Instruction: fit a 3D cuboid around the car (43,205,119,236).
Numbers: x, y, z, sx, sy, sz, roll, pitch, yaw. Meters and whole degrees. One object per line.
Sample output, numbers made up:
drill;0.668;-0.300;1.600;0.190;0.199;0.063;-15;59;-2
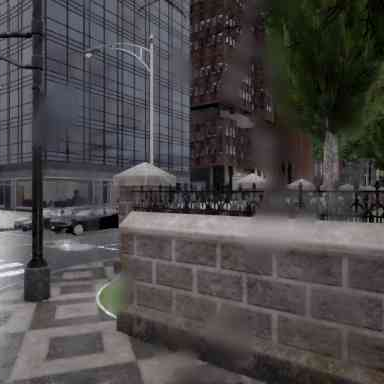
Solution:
car;-5.774;1.564;19.330;1.882;1.535;5.008;0;0;36

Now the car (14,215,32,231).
car;-8.431;1.631;20.209;2.008;1.369;4.403;0;-1;36
